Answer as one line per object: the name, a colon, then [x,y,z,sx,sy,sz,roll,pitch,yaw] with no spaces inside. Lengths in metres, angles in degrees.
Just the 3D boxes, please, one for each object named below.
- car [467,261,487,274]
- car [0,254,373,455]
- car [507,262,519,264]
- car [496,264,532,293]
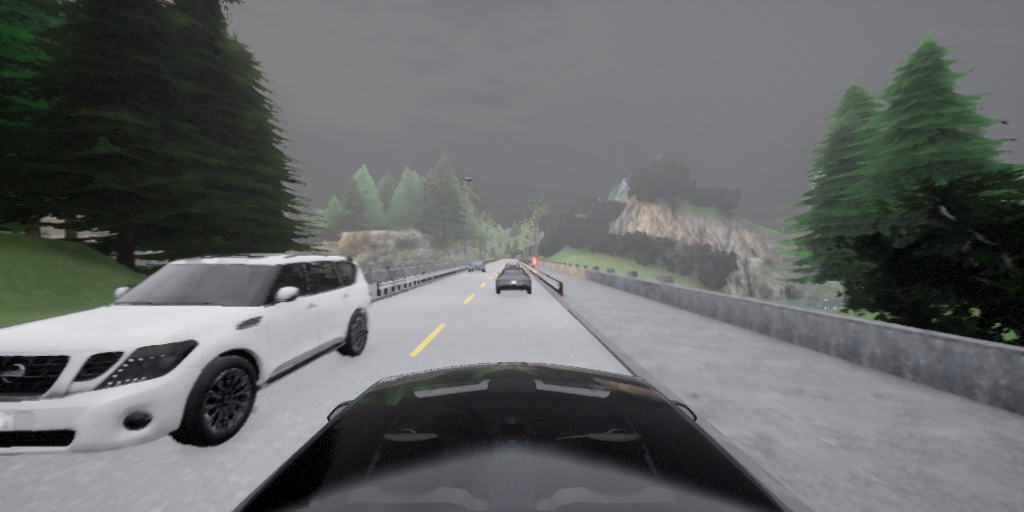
car: [-4.086,1.317,42.972,1.812,1.442,4.674,0,0,0]
car: [-4.103,0.977,5.613,2.150,2.045,5.566,0,0,0]
car: [0.087,1.394,45.733,1.895,1.301,4.718,0,0,0]
car: [0.094,1.333,20.736,1.994,1.385,4.181,0,0,0]
